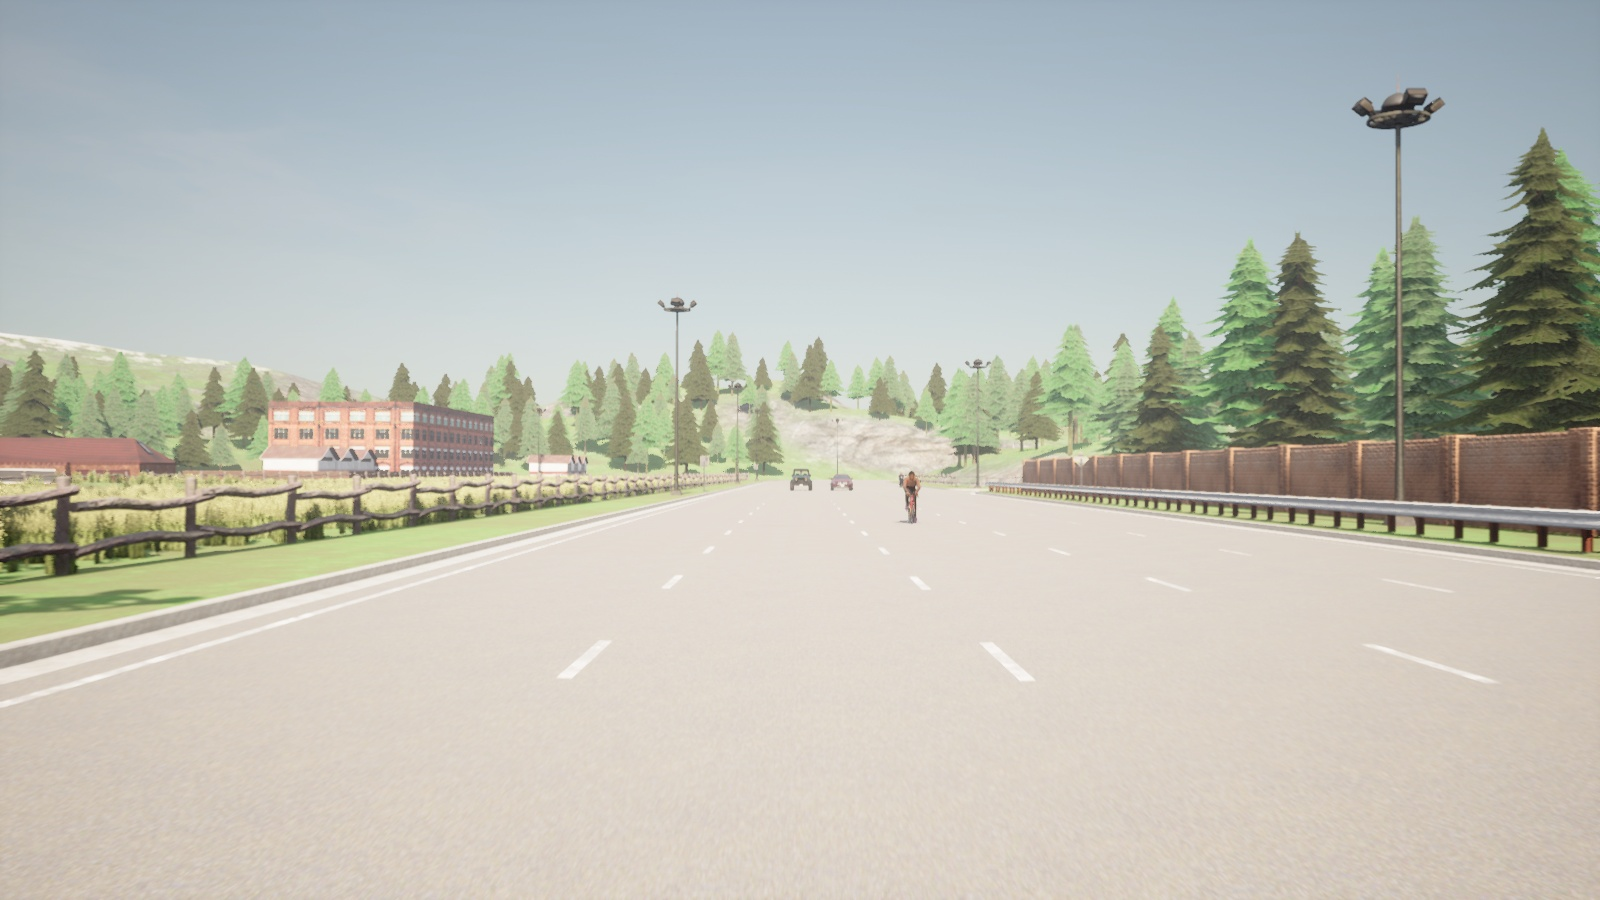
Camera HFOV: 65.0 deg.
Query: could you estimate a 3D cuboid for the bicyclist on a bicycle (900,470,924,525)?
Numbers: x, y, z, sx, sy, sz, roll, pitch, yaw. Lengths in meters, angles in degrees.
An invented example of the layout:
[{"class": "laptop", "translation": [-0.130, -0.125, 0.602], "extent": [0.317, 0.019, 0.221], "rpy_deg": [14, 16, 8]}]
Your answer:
[{"class": "bicyclist on a bicycle", "translation": [3.409, 1.425, 38.248], "extent": [0.582, 1.620, 1.656], "rpy_deg": [0, -1, 0]}]
